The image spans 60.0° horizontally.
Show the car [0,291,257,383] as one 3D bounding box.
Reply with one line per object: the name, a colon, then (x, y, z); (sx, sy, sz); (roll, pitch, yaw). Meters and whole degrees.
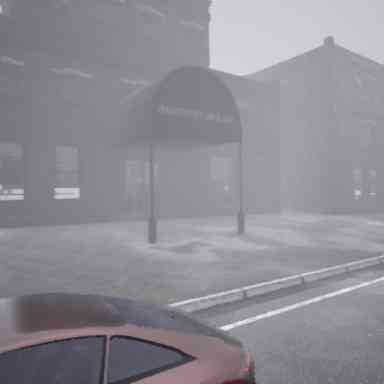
car: (-1.445, 1.564, 2.347); (4.181, 1.385, 1.994); (0, 0, -36)
